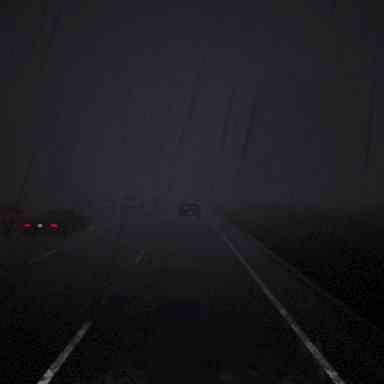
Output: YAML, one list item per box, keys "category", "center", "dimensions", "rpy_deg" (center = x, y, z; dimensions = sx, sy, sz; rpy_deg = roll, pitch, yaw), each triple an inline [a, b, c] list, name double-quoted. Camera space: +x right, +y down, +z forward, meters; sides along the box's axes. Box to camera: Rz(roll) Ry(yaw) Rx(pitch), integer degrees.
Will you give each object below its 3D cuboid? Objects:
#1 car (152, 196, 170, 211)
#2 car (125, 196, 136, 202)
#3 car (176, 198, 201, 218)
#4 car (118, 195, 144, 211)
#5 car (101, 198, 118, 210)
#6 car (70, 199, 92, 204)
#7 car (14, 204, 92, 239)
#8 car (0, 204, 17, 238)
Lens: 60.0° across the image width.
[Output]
- category: "car"
  center: [-3.912, 1.441, 42.563]
  dimensions: [2.097, 1.767, 4.553]
  rpy_deg: [0, 0, -1]
- category: "car"
  center: [-15.102, 1.712, 82.355]
  dimensions: [1.837, 1.490, 4.892]
  rpy_deg: [0, 0, -1]
- category: "car"
  center: [-0.220, 1.541, 30.238]
  dimensions: [2.128, 1.511, 4.902]
  rpy_deg: [0, 0, -1]
- category: "car"
  center: [-7.402, 1.330, 42.179]
  dimensions: [2.150, 2.045, 5.566]
  rpy_deg: [0, 0, -1]
- category: "car"
  center: [-10.944, 1.636, 44.945]
  dimensions: [1.837, 1.490, 4.892]
  rpy_deg: [0, 0, -1]
- category: "car"
  center: [-14.418, 1.651, 43.268]
  dimensions: [1.837, 1.490, 4.892]
  rpy_deg: [0, 0, -1]
- category: "car"
  center: [-7.052, 1.613, 17.882]
  dimensions: [2.033, 1.411, 5.357]
  rpy_deg: [0, 0, -1]
- category: "car"
  center: [-10.558, 1.435, 18.313]
  dimensions: [2.097, 1.767, 4.553]
  rpy_deg: [0, 0, -1]
